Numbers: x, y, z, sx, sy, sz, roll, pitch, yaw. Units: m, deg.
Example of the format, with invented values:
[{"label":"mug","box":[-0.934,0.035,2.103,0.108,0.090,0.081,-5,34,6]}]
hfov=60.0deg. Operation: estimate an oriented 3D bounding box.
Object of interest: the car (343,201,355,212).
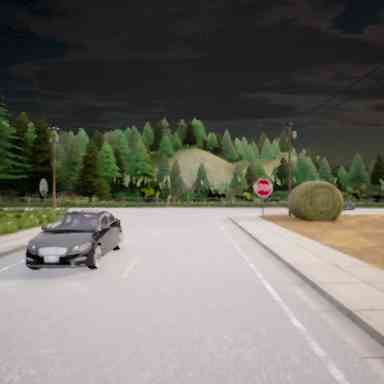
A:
[{"label":"car","box":[12.824,1.147,31.490,4.902,1.511,2.128,0,0,-1]}]

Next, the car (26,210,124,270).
[{"label":"car","box":[-3.497,1.385,10.731,2.128,1.511,4.902,0,1,0]}]
